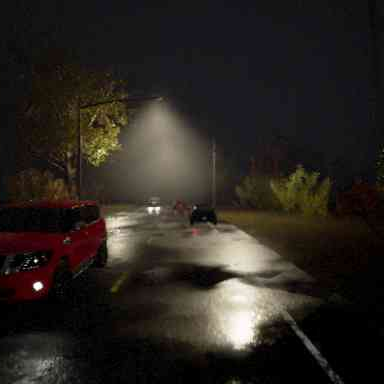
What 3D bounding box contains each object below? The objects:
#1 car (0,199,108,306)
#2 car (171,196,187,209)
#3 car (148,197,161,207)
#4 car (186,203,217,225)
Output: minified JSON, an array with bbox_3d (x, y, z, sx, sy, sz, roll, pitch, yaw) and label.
[{"bbox_3d":[-3.684,1.239,8.418,2.150,2.045,5.566,0,0,-1],"label":"car"},{"bbox_3d":[-1.626,1.548,45.066,1.812,1.442,4.674,0,0,-4],"label":"car"},{"bbox_3d":[-5.795,1.513,51.801,2.128,1.511,4.902,0,0,-4],"label":"car"},{"bbox_3d":[0.734,1.555,24.141,1.812,1.442,4.674,0,0,-2],"label":"car"}]
